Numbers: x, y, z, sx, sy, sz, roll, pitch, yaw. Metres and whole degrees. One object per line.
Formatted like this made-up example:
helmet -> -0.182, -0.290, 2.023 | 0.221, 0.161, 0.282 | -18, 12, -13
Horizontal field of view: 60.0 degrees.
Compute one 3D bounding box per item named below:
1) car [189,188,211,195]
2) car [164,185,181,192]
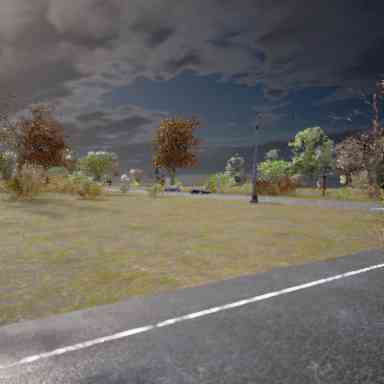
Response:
car -> 1.453, -0.169, 61.746 | 1.895, 1.301, 4.718 | 0, 2, -36
car -> -4.118, -0.657, 69.512 | 1.812, 1.442, 4.674 | 0, 2, -36
